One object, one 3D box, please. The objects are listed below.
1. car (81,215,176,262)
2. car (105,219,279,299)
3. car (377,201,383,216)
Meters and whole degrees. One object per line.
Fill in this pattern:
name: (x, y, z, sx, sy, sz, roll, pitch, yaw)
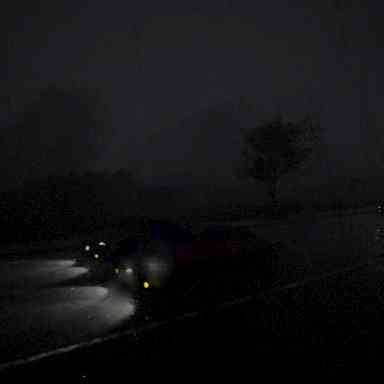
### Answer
car: (-1.580, 1.496, 11.378, 4.181, 1.385, 1.994, -2, 1, -35)
car: (0.253, 1.501, 8.401, 4.181, 1.385, 1.994, -2, 1, -36)
car: (14.813, 0.838, 23.167, 5.008, 1.535, 1.882, -2, 1, -35)
